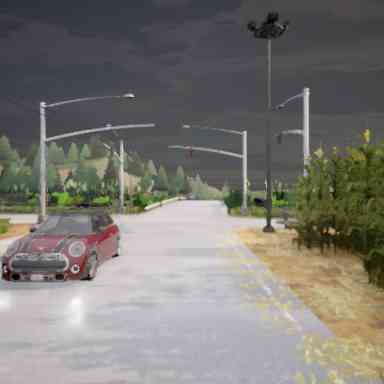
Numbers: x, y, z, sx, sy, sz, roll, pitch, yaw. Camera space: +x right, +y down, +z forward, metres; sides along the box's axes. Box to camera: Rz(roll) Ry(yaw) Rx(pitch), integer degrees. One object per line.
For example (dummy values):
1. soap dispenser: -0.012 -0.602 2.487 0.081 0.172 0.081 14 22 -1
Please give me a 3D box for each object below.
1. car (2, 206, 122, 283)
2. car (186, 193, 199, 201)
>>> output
1. car: -3.536 1.372 9.897 2.097 1.767 4.553 0 0 1
2. car: 0.163 0.947 60.579 2.128 1.511 4.902 0 0 8
